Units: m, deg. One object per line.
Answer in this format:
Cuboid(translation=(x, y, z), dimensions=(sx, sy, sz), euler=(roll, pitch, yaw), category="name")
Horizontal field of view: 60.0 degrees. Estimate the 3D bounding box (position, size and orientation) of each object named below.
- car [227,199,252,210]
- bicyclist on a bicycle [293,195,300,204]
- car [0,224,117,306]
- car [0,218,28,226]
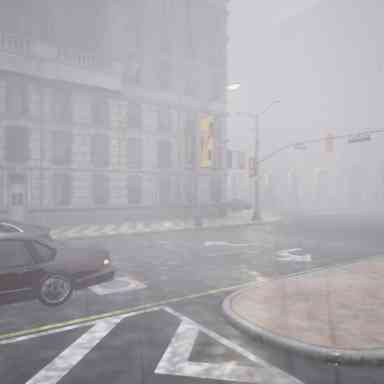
Cuboid(translation=(5.777, 1.564, 43.171), dimensions=(1.994, 1.385, 4.181), euler=(0, 0, -35), category="car")
Cuboid(translation=(17.958, 1.300, 57.135), dimensions=(1.656, 1.620, 0.582), euler=(0, 0, -35), category="bicyclist on a bicycle")
Cuboid(translation=(-4.260, 1.547, 6.498), dimensions=(5.357, 1.411, 2.033), euler=(0, 0, -34), category="car")
Cuboid(translation=(-6.449, 1.492, 9.282), dimensions=(4.902, 1.511, 2.128), euler=(0, 0, -37), category="car")
